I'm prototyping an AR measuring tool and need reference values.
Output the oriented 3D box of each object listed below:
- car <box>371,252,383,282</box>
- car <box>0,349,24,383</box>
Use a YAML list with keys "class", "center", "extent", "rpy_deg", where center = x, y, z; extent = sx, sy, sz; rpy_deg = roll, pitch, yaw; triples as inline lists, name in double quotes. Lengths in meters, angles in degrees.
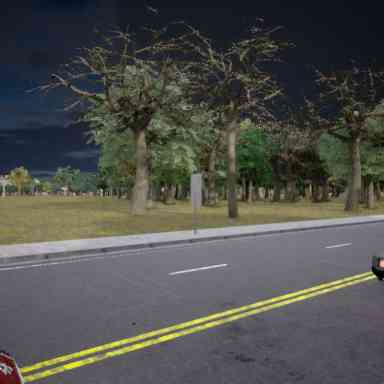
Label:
- class: "car"
  center: [6.382, 1.600, 7.978]
  extent: [4.718, 1.301, 1.895]
  rpy_deg: [0, 0, -35]
- class: "car"
  center: [-3.043, 1.352, 1.273]
  extent: [4.553, 1.767, 2.097]
  rpy_deg: [0, 0, -35]
